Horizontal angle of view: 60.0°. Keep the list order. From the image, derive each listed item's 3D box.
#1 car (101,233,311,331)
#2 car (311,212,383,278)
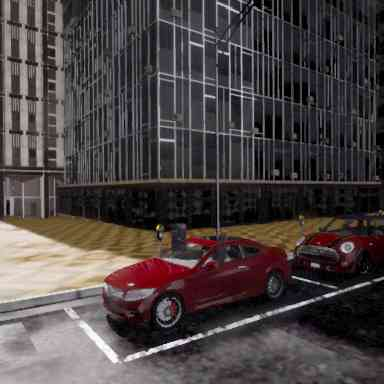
[{"bbox_3d":[0.294,1.581,6.778,4.206,1.307,1.802,0,-1,-35],"label":"car"},{"bbox_3d":[4.921,1.438,10.080,4.097,1.590,1.967,0,-1,-35],"label":"car"}]
